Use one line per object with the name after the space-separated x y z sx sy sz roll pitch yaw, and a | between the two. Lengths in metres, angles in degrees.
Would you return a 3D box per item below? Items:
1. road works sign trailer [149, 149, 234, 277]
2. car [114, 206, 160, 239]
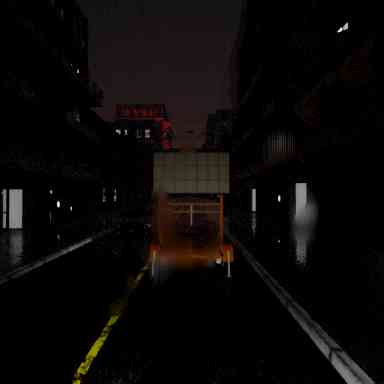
-0.016 0.477 10.240 2.380 3.560 2.880 0 0 0 | road works sign trailer
-2.779 1.510 17.680 1.882 1.535 5.008 0 0 0 | car
